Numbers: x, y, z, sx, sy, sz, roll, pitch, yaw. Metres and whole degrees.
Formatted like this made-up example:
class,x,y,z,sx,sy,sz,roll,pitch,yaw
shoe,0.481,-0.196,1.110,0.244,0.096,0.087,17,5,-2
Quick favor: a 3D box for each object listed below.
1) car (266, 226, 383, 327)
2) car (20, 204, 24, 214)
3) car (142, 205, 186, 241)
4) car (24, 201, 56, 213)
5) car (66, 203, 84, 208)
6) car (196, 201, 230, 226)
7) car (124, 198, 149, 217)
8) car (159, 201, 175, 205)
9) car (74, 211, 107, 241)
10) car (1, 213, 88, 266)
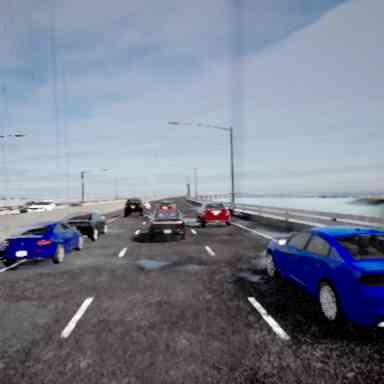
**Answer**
class,x,y,z,sx,sy,sz,roll,pitch,yaw
car,3.104,1.462,7.158,1.882,1.535,5.008,-2,-1,-5
car,-25.313,2.436,53.075,2.150,2.045,5.566,-2,-1,-4
car,-1.380,1.711,18.364,2.128,1.511,4.902,-2,0,-5
car,-21.455,2.280,47.837,2.150,2.045,5.566,-2,-1,-4
car,-18.228,2.482,51.963,1.882,1.535,5.008,-2,-1,-4
car,1.531,1.555,25.489,2.097,1.767,4.553,-2,-1,-5
car,-6.686,1.788,39.351,2.150,2.045,5.566,-2,0,-4
car,-2.901,1.788,37.017,2.097,1.767,4.553,-2,-1,-5
car,-6.087,1.833,18.772,1.882,1.535,5.008,-2,-1,-5
car,-5.574,1.809,12.804,1.812,1.442,4.674,-2,-1,-5
